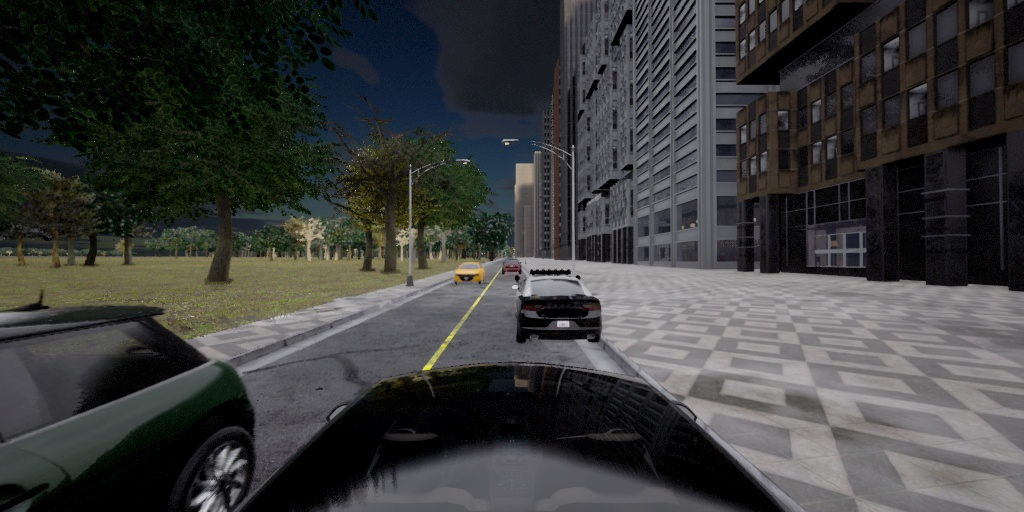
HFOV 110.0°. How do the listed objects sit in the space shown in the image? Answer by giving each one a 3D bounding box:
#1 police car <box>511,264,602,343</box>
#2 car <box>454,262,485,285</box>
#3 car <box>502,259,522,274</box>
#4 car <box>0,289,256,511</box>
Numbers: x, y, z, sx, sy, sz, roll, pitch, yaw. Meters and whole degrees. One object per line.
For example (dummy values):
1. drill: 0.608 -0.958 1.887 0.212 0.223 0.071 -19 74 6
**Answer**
1. police car: 1.032 1.174 9.848 1.930 1.638 5.238 0 0 0
2. car: -3.058 1.211 26.491 1.882 1.535 5.008 0 0 0
3. car: -0.011 1.061 39.635 2.097 1.767 4.553 0 0 0
4. car: -3.098 1.102 0.943 2.097 1.767 4.553 0 0 0
